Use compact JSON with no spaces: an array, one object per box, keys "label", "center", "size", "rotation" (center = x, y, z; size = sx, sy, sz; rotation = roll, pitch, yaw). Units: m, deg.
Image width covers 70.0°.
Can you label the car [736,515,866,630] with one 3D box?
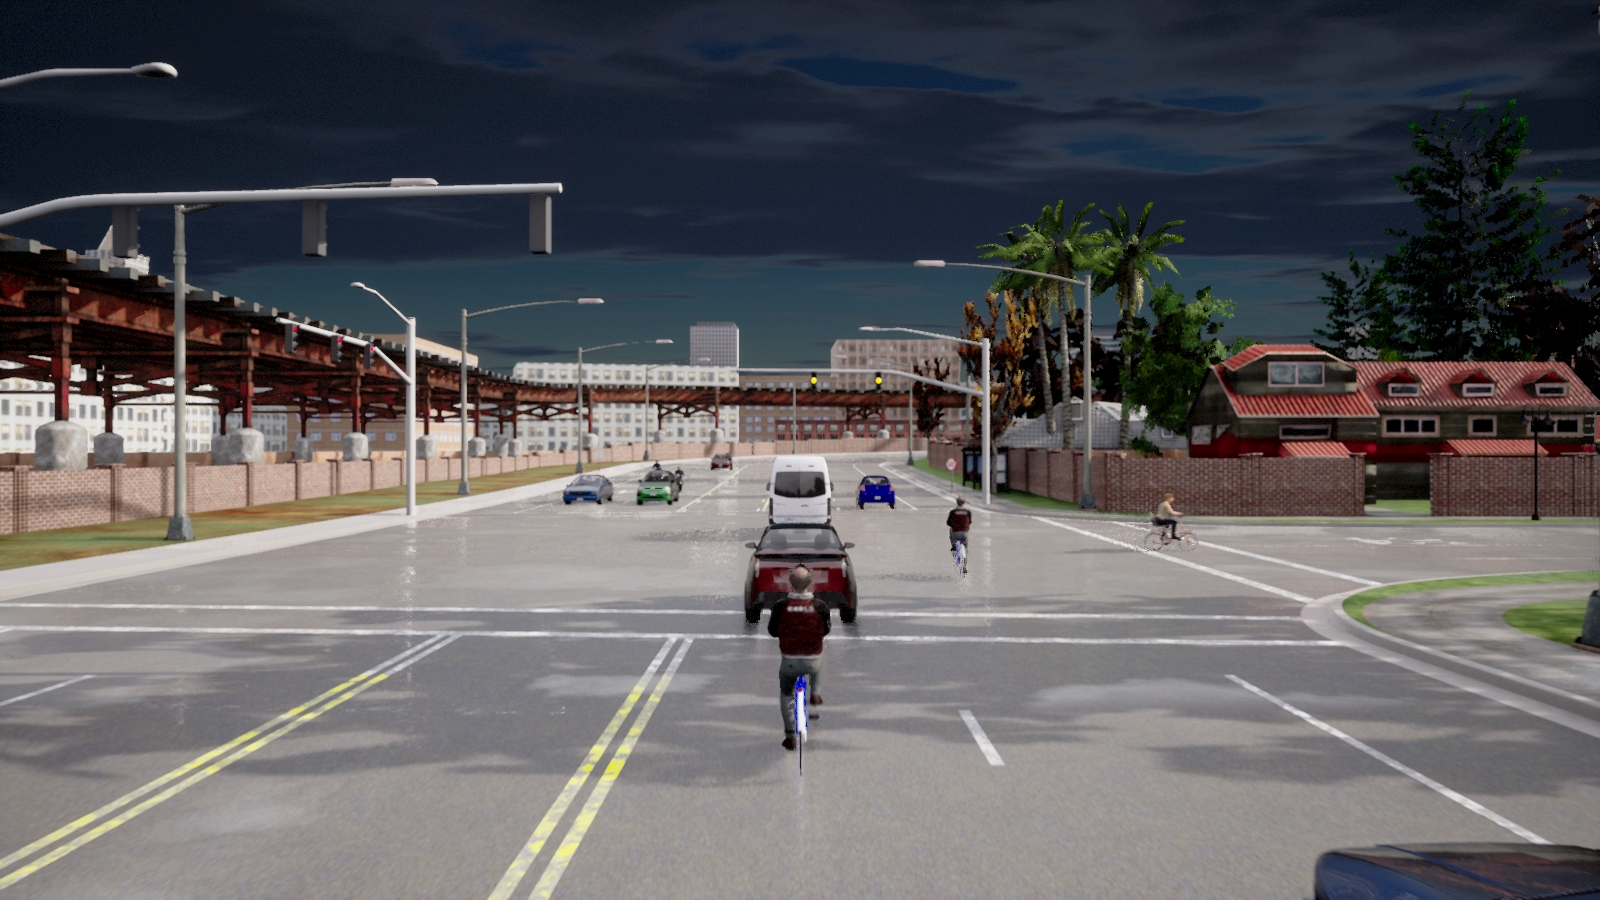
[{"label":"car","center":[0.003,2.025,19.936],"size":[2.007,1.525,4.514],"rotation":[0,0,0]}]

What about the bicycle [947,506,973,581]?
[{"label":"bicycle","center":[3.518,2.025,25.238],"size":[0.329,1.496,1.835],"rotation":[0,0,0]}]

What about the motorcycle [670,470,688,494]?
[{"label":"motorcycle","center":[-7.009,1.850,66.027],"size":[0.856,1.341,1.805],"rotation":[0,1,0]}]

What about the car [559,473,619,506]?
[{"label":"car","center":[-10.500,1.940,57.180],"size":[2.033,1.411,5.357],"rotation":[0,1,0]}]

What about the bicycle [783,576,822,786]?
[{"label":"bicycle","center":[0.022,2.036,10.487],"size":[0.329,1.496,1.835],"rotation":[0,2,0]}]

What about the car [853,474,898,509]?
[{"label":"car","center":[3.501,1.909,53.500],"size":[1.845,1.501,3.633],"rotation":[0,1,0]}]

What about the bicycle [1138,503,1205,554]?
[{"label":"bicycle","center":[10.049,2.112,30.963],"size":[1.487,1.301,0.859],"rotation":[0,1,-5]}]

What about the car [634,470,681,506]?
[{"label":"car","center":[-6.999,1.838,56.495],"size":[1.851,1.617,3.988],"rotation":[0,1,0]}]

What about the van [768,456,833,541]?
[{"label":"van","center":[0.010,1.487,37.881],"size":[1.988,2.561,5.915],"rotation":[0,0,0]}]

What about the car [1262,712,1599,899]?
[{"label":"car","center":[3.445,2.102,3.390],"size":[2.033,1.411,5.357],"rotation":[0,0,1]}]
